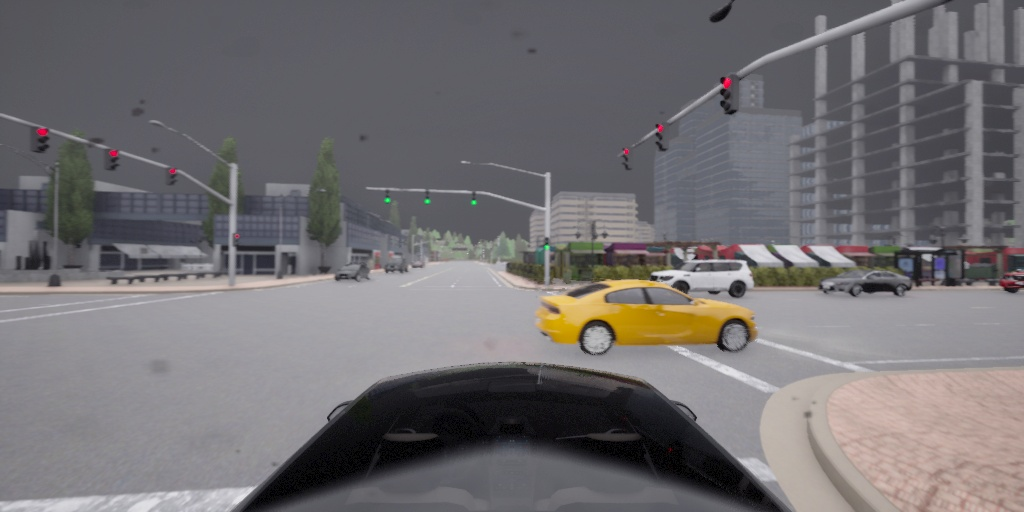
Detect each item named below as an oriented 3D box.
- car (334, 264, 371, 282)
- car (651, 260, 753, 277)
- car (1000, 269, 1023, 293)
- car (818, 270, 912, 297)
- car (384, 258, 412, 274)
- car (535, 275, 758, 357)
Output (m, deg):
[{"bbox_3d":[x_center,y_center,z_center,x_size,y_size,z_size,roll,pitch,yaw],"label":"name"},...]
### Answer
[{"bbox_3d":[-13.711,1.433,31.096,1.837,1.490,4.892,0,-1,-5],"label":"car"},{"bbox_3d":[10.403,1.212,19.935,5.566,2.045,2.150,0,-1,-7],"label":"car"},{"bbox_3d":[34.711,1.408,22.876,5.566,2.045,2.150,1,-1,-6],"label":"car"},{"bbox_3d":[20.771,1.565,21.195,4.902,1.511,2.128,0,-1,-7],"label":"car"},{"bbox_3d":[-15.309,1.289,47.789,2.150,2.045,5.566,0,0,-5],"label":"car"},{"bbox_3d":[3.057,1.310,8.391,5.008,1.535,1.882,0,0,-7],"label":"car"}]
